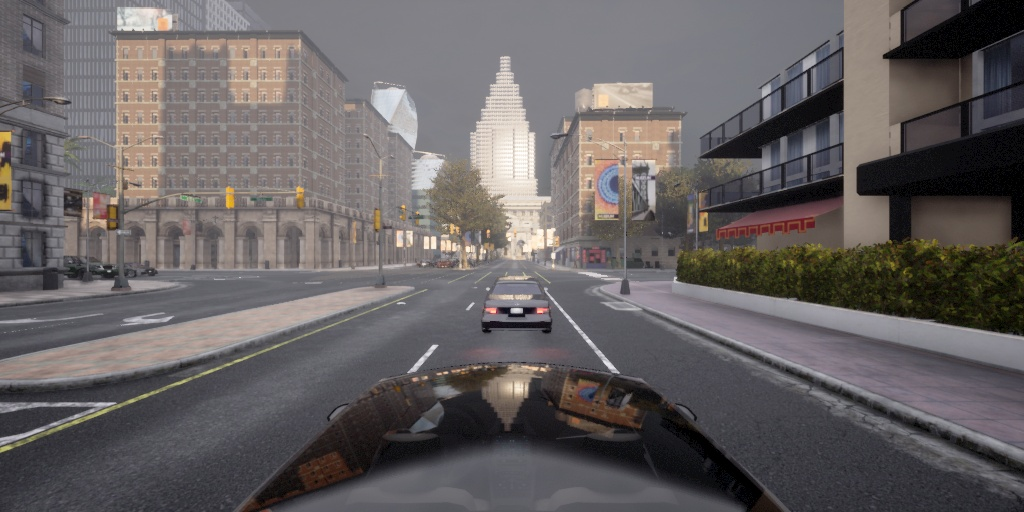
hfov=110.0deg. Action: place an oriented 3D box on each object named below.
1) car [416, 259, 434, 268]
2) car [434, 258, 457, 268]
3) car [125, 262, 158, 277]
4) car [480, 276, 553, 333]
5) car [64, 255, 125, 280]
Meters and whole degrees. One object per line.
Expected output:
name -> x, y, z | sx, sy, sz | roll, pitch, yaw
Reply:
car -> -14.535, 1.242, 61.520 | 2.128, 1.511, 4.902 | 0, 0, 1
car -> -11.065, 1.102, 59.635 | 2.097, 1.767, 4.553 | 0, 0, 1
car -> -36.838, 1.314, 34.530 | 4.181, 1.385, 1.994 | 0, 0, 0
car -> 0.143, 1.297, 10.709 | 2.033, 1.411, 5.357 | 0, 0, 1
car -> -37.615, 0.971, 31.029 | 5.566, 2.045, 2.150 | 0, 0, 0
